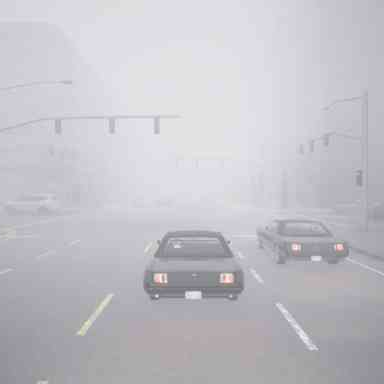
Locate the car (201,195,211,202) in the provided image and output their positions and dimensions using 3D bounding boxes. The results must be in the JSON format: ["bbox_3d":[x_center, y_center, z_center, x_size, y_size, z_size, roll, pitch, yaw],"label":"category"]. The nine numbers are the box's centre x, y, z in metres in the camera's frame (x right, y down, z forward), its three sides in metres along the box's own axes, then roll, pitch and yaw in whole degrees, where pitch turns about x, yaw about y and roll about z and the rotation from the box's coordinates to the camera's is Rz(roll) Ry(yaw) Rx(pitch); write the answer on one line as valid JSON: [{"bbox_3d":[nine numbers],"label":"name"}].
[{"bbox_3d":[3.303,1.595,77.448,1.895,1.301,4.718,0,0,1],"label":"car"}]

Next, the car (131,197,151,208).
[{"bbox_3d":[-7.513,1.501,47.895,1.837,1.490,4.892,0,1,0],"label":"car"}]

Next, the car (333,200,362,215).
[{"bbox_3d":[17.213,1.533,34.309,5.008,1.535,1.882,0,0,0],"label":"car"}]

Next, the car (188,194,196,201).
[{"bbox_3d":[-0.097,1.355,87.295,2.097,1.767,4.553,0,0,1],"label":"car"}]

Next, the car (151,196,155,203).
[{"bbox_3d":[-7.305,1.548,68.116,2.033,1.411,5.357,0,0,1],"label":"car"}]

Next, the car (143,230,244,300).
[{"bbox_3d":[0.044,1.601,8.310,1.895,1.301,4.718,0,0,0],"label":"car"}]

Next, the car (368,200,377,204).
[{"bbox_3d":[16.657,1.619,27.140,4.181,1.385,1.994,0,0,0],"label":"car"}]

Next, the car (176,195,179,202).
[{"bbox_3d":[-3.933,1.503,60.735,1.837,1.490,4.892,0,0,1],"label":"car"}]

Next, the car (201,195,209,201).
[{"bbox_3d":[3.404,1.553,87.423,1.994,1.385,4.181,0,0,1],"label":"car"}]

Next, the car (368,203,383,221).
[{"bbox_3d":[3.594,1.221,1.943,2.150,2.045,5.566,0,0,0],"label":"car"}]

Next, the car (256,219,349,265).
[{"bbox_3d":[3.550,1.601,11.695,1.895,1.301,4.718,0,0,0],"label":"car"}]

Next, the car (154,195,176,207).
[{"bbox_3d":[-4.030,1.547,50.308,2.033,1.411,5.357,0,0,0],"label":"car"}]

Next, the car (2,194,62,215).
[{"bbox_3d":[-16.202,1.279,33.813,5.566,2.045,2.150,0,1,1],"label":"car"}]
